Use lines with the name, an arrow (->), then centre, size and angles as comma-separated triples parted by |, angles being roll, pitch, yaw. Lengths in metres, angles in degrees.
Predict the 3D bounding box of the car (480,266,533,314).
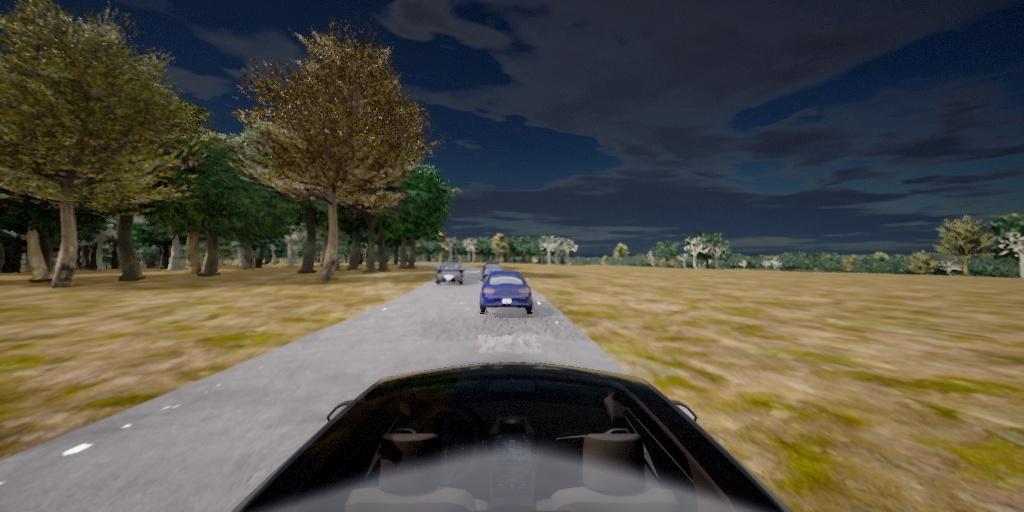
car -> -0.267, 1.276, 13.770 | 1.812, 1.442, 4.674 | 0, 0, -3

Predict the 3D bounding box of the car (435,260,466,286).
car -> -4.347, 1.249, 25.753 | 2.128, 1.511, 4.902 | 0, 0, -6

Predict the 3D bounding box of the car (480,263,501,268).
car -> -1.769, 1.302, 31.911 | 2.033, 1.411, 5.357 | 0, 0, -7
